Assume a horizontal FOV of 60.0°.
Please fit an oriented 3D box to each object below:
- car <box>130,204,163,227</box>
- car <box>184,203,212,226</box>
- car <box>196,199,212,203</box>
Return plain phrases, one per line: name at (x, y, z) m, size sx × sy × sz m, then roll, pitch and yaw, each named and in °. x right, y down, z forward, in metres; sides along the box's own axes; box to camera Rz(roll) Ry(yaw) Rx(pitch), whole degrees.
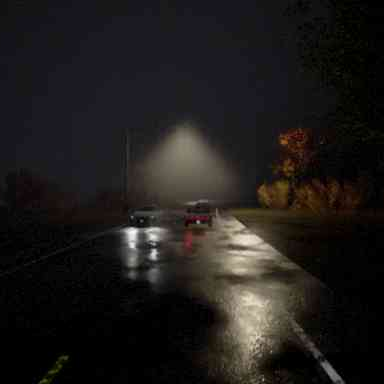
car at (-3.196, 1.629, 24.107) m, size 1.812 × 1.442 × 4.674 m, roll 0°, pitch 0°, yaw 2°
car at (0.499, 1.704, 24.123) m, size 1.895 × 1.301 × 4.718 m, roll 0°, pitch 0°, yaw 2°
car at (1.479, 1.661, 41.455) m, size 2.128 × 1.511 × 4.902 m, roll 0°, pitch 0°, yaw 4°
